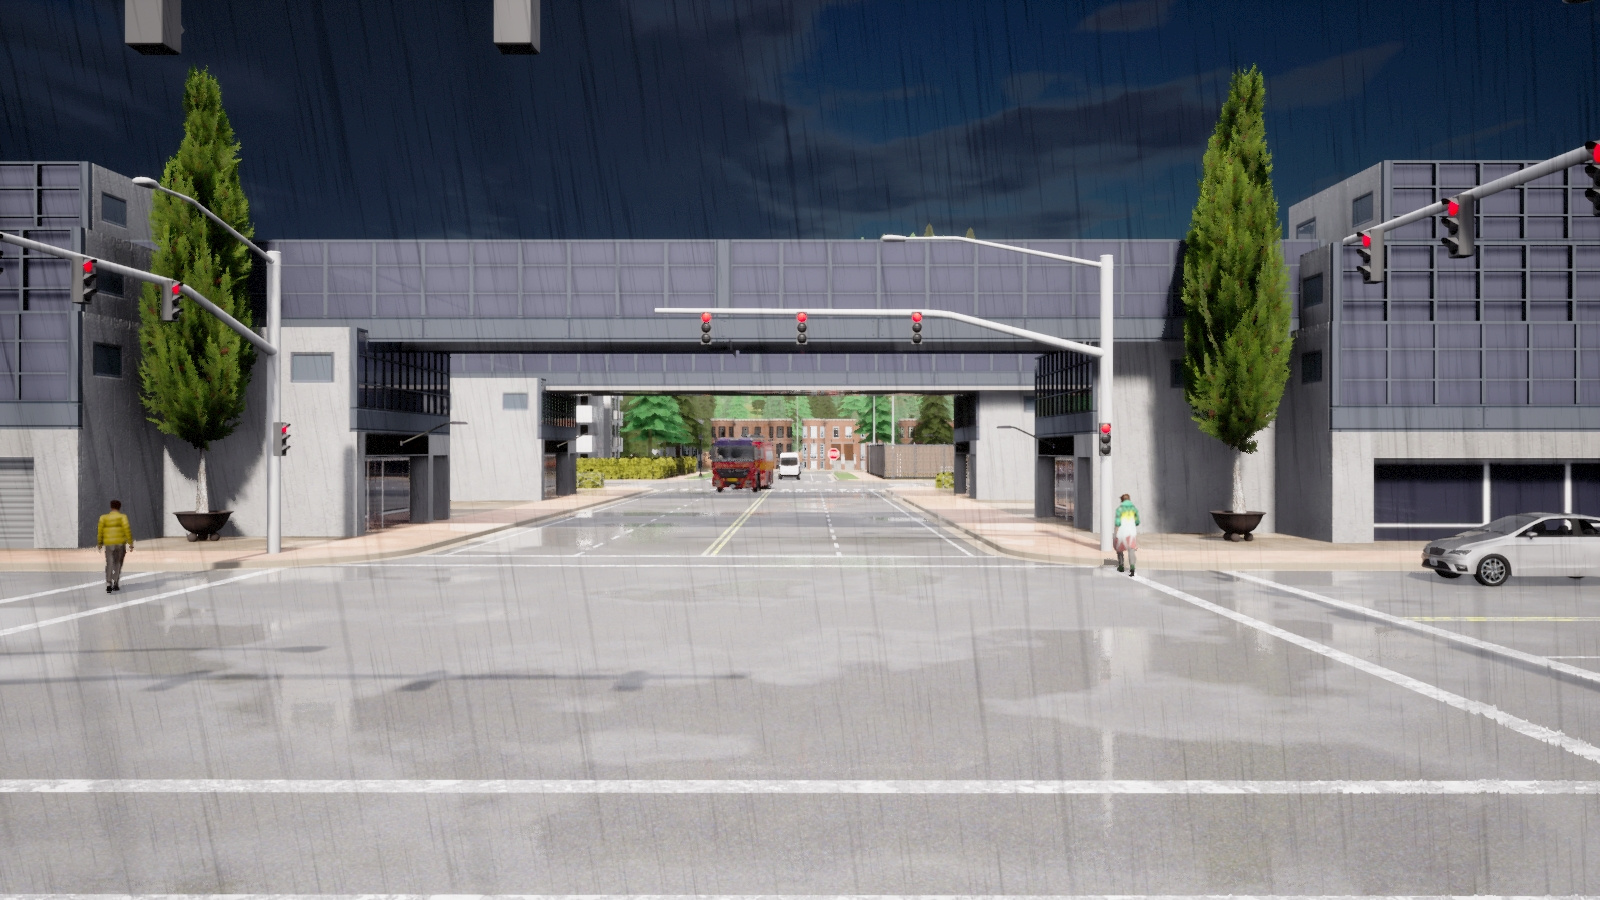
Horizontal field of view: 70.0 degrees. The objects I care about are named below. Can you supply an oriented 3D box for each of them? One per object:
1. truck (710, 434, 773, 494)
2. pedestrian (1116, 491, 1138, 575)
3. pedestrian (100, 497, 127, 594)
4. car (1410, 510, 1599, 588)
[{"bbox_3d":[-3.840,0.890,77.209,2.891,3.827,8.468,0,0,7],"label":"truck"},{"bbox_3d":[7.328,1.848,25.609,0.375,1.860,0.375,0,0,-2],"label":"pedestrian"},{"bbox_3d":[-13.359,1.848,22.235,0.375,1.860,0.375,0,0,-19],"label":"pedestrian"},{"bbox_3d":[15.490,2.066,24.189,4.193,1.474,1.816,0,0,0],"label":"car"}]
